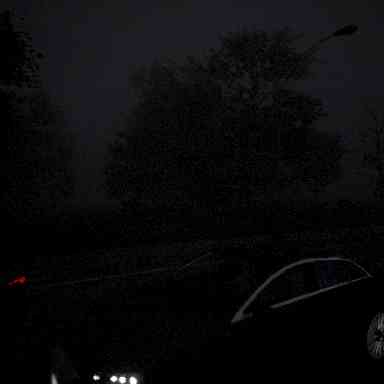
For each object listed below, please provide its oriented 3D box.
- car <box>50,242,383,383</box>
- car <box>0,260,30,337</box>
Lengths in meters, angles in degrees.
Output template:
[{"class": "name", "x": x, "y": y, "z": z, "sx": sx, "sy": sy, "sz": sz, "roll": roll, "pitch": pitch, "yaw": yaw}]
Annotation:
[{"class": "car", "x": 0.814, "y": 1.485, "z": 4.355, "sx": 4.902, "sy": 1.511, "sz": 2.128, "roll": 0, "pitch": 0, "yaw": -33}, {"class": "car", "x": -4.677, "y": 1.546, "z": 4.799, "sx": 4.181, "sy": 1.385, "sz": 1.994, "roll": 0, "pitch": 0, "yaw": -35}]
